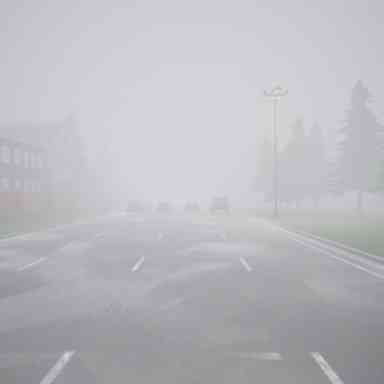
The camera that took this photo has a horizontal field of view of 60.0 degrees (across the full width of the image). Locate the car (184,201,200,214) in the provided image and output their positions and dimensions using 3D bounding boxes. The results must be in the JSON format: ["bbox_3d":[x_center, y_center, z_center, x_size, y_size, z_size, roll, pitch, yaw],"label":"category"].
[{"bbox_3d":[-0.008,1.942,42.310,2.128,1.511,4.902,0,-1,0],"label":"car"}]

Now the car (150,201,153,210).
[{"bbox_3d":[-7.009,2.087,52.728,1.812,1.442,4.674,0,-1,0],"label":"car"}]

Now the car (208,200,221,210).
[{"bbox_3d":[3.491,2.087,52.730,1.812,1.442,4.674,0,-1,0],"label":"car"}]

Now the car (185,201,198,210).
[{"bbox_3d":[-0.009,2.125,52.729,1.994,1.385,4.181,0,-1,0],"label":"car"}]

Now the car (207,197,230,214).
[{"bbox_3d":[3.492,1.673,42.344,2.150,2.045,5.566,0,-1,0],"label":"car"}]

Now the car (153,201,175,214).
[{"bbox_3d":[-3.508,1.955,42.310,1.837,1.490,4.892,0,-1,0],"label":"car"}]

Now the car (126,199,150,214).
[{"bbox_3d":[-7.008,1.807,42.697,2.097,1.767,4.553,0,-1,0],"label":"car"}]
